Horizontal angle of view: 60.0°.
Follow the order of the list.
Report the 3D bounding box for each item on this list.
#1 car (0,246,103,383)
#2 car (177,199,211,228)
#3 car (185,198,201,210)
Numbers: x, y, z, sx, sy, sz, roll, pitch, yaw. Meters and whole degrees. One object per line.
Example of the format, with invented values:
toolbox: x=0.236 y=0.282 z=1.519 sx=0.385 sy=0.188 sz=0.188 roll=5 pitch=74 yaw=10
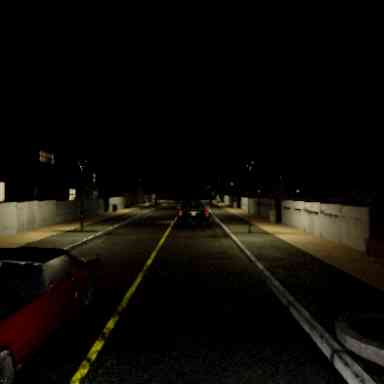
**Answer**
car: x=-2.849 y=1.600 z=4.924 sx=1.895 sy=1.301 sz=4.718 roll=0 pitch=0 yaw=0
car: x=0.105 y=1.349 z=22.035 sx=2.097 sy=1.767 sz=4.553 roll=0 pitch=0 yaw=0
car: x=0.110 y=1.564 z=42.860 sx=1.994 sy=1.385 sz=4.181 roll=0 pitch=0 yaw=0
